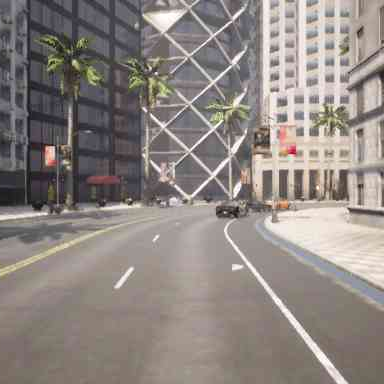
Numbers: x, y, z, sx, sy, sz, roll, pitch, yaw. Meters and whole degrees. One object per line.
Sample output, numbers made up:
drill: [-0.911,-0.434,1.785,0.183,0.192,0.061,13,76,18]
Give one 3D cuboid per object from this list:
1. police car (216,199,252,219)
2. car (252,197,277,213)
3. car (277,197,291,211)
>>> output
police car: [3.594,1.440,29.394,1.930,1.638,5.238,0,0,20]
car: [7.426,1.561,36.984,1.837,1.490,4.892,0,0,33]
car: [10.470,1.387,41.082,2.097,1.767,4.553,0,0,41]
